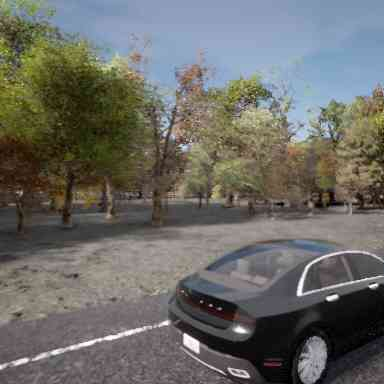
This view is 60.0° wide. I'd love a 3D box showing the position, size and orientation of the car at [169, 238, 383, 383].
[{"bbox_3d":[1.967,1.509,5.275,4.892,1.490,1.837,0,0,-36],"label":"car"}]
